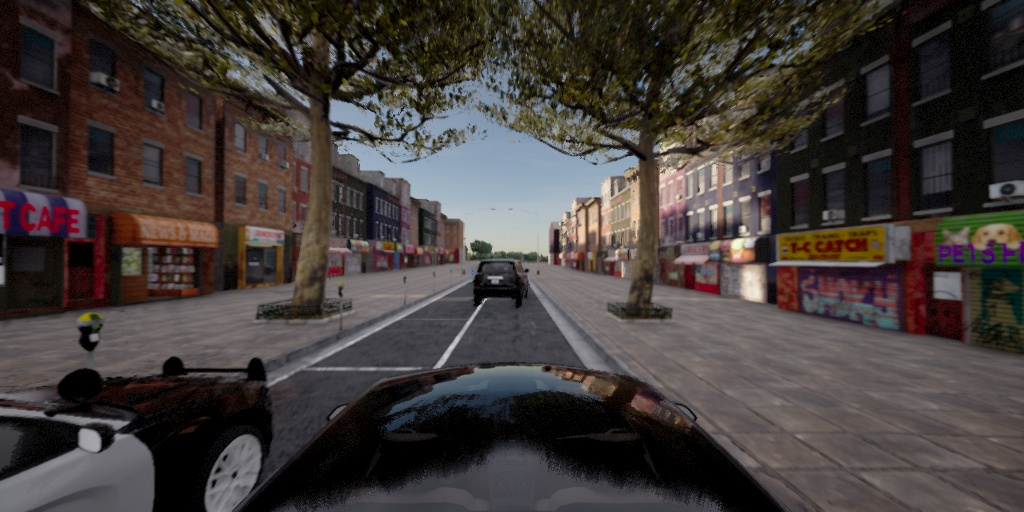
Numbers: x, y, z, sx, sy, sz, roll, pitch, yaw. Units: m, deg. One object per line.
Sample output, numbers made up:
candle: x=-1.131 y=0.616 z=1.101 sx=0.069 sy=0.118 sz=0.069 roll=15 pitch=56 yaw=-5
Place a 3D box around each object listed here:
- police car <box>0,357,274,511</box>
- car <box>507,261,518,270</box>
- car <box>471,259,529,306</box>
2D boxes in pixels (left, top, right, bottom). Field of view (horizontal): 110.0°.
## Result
police car: x=-3.010 y=1.168 z=1.226 sx=1.930 sy=1.638 sz=5.238 roll=0 pitch=-1 yaw=0
car: x=0.103 y=1.565 z=60.432 sx=1.812 sy=1.442 sz=4.674 roll=0 pitch=0 yaw=0
car: x=-0.425 y=1.174 z=17.354 sx=2.150 sy=2.045 sz=5.566 roll=0 pitch=-1 yaw=6
